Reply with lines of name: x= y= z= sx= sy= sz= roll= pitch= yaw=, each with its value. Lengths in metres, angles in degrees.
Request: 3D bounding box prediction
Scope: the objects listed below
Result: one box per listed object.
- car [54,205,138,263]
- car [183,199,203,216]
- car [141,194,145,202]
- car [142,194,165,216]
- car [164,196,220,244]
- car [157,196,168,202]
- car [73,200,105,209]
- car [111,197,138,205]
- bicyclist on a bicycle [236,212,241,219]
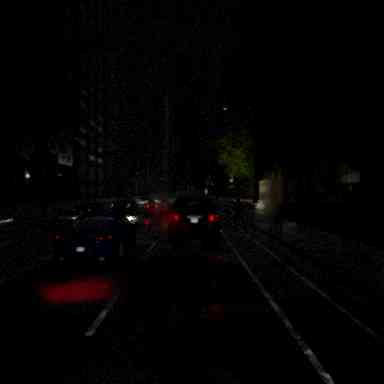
car: x=-3.161 y=1.464 z=11.912 sx=1.882 sy=1.535 sz=5.008 roll=0 pitch=0 yaw=0
car: x=0.094 y=1.462 z=33.147 sx=1.812 sy=1.442 sz=4.674 roll=0 pitch=0 yaw=0
car: x=-9.759 y=1.246 z=72.129 sx=2.097 sy=1.767 sz=4.553 roll=0 pitch=0 yaw=0
car: x=-3.158 y=1.292 z=31.800 sx=2.097 sy=1.767 sz=4.553 roll=0 pitch=0 yaw=0
car: x=0.095 y=1.200 z=15.693 sx=2.150 sy=2.045 sz=5.566 roll=0 pitch=0 yaw=0
car: x=-6.510 y=1.455 z=74.014 sx=1.895 sy=1.301 sz=4.718 roll=0 pitch=0 yaw=0
car: x=-9.852 y=1.487 z=32.212 sx=2.033 sy=1.411 sz=5.357 roll=0 pitch=0 yaw=0
car: x=-6.600 y=1.290 z=32.509 sx=2.097 sy=1.767 sz=4.553 roll=0 pitch=0 yaw=0
bicyclist on a bicycle: x=2.248 y=1.149 z=16.323 sx=0.659 sy=1.776 sz=1.843 roll=0 pitch=0 yaw=0
